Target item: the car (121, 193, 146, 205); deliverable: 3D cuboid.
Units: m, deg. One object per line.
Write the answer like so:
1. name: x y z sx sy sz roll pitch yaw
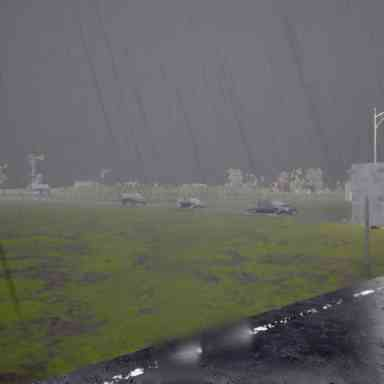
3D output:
1. car: -10.045 1.193 57.050 2.150 2.045 5.566 0 0 -40

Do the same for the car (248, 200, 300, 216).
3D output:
1. car: 7.889 1.533 32.779 2.033 1.411 5.357 0 0 -34

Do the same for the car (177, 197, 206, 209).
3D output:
1. car: -0.181 1.487 44.284 1.837 1.490 4.892 0 0 -36
